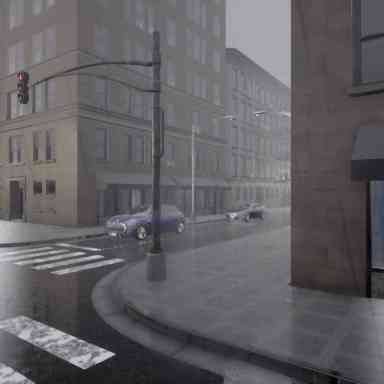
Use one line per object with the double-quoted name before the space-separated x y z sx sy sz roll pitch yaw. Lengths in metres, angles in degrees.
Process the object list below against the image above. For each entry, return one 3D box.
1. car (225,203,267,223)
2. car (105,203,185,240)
"car" 4.472 1.636 27.128 2.128 1.511 4.902 0 0 35
"car" -2.365 1.432 17.561 2.097 1.767 4.553 0 0 36
